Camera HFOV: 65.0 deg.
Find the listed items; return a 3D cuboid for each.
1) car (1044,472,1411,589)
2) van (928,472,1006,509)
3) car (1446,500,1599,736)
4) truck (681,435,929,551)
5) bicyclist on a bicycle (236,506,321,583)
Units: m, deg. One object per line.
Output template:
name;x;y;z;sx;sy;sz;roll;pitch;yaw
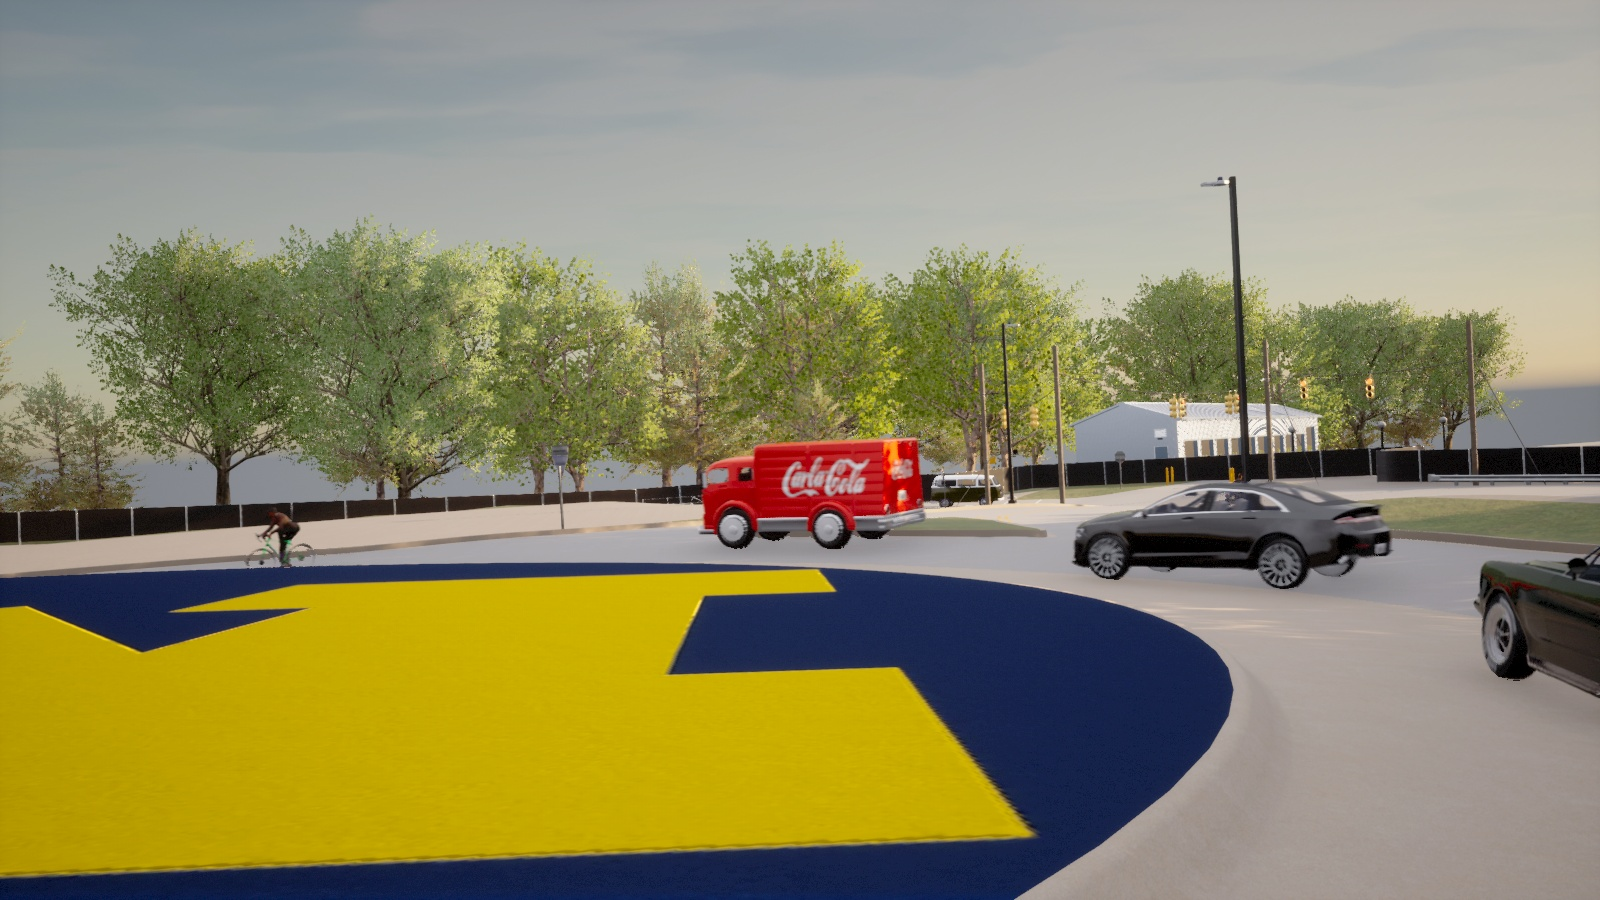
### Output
car;6.472;1.197;19.459;2.128;1.511;4.902;-2;-1;-43
van;10.387;2.515;78.131;4.480;2.038;2.069;-2;1;16
car;5.797;1.097;7.797;1.895;1.301;4.718;4;0;11
truck;0.116;1.043;30.180;5.204;2.467;2.627;-3;1;28
bicyclist on a bicycle;-12.314;2.208;29.687;0.582;1.620;1.656;-3;1;43
